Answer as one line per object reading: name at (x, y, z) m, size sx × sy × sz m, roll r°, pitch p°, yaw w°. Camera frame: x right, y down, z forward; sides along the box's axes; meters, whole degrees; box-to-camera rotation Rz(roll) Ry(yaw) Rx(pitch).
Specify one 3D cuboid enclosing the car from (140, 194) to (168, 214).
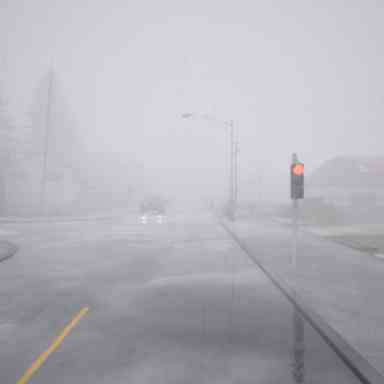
car at (-4.075, 1.199, 35.118) m, size 2.150 × 2.045 × 5.566 m, roll 0°, pitch 0°, yaw 0°

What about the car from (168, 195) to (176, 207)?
car at (-4.049, 1.442, 51.841) m, size 1.882 × 1.535 × 5.008 m, roll 0°, pitch 0°, yaw 0°
